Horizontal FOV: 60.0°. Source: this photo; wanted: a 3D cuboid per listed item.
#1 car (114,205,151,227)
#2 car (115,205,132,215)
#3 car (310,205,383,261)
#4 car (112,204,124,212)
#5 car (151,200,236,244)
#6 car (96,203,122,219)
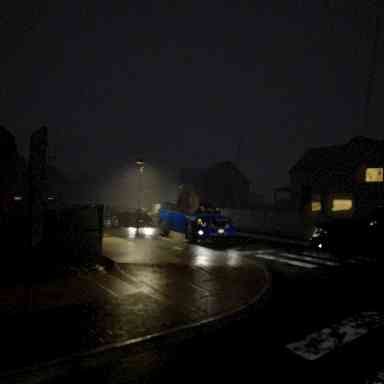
[{"bbox_3d":[-4.533,1.991,26.401,1.994,1.385,4.181,3,-3,-24],"label":"car"},{"bbox_3d":[-9.990,2.575,48.010,1.895,1.301,4.718,3,-2,-17],"label":"car"},{"bbox_3d":[7.373,1.510,12.405,5.566,2.045,2.150,0,1,15],"label":"car"},{"bbox_3d":[-12.799,2.753,57.791,1.895,1.301,4.718,3,-2,-13],"label":"car"},{"bbox_3d":[0.048,1.463,17.492,2.150,2.045,5.566,3,-3,-28],"label":"car"},{"bbox_3d":[-8.688,2.162,35.742,2.033,1.411,5.357,3,-2,-22],"label":"car"}]
